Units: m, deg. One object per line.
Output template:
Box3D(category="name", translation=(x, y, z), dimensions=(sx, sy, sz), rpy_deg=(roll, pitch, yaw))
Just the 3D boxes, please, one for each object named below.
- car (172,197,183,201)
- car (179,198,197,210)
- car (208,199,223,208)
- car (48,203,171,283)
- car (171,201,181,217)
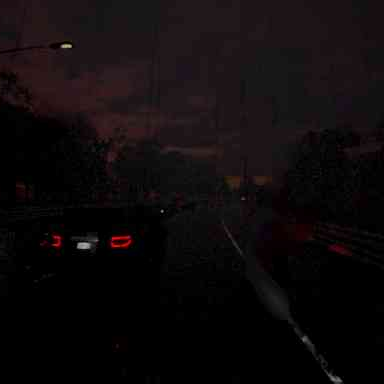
Box3D(category="car", translation=(-2.535, 2.028, 64.175), dimensions=(2.150, 2.045, 5.566), rpy_deg=(0, -1, 9))
Box3D(category="car", translation=(-0.344, 2.201, 55.329), dimensions=(1.837, 1.490, 4.892), rpy_deg=(0, -1, 8))
Box3D(category="car", translation=(4.837, 2.342, 65.838), dimensions=(1.837, 1.490, 4.892), rpy_deg=(0, -1, 9))
Box3D(category="car", translation=(-2.224, 1.350, 10.263), dimensions=(2.150, 2.045, 5.566), rpy_deg=(0, -1, 5))
Box3D(category="car", translation=(-2.877, 2.022, 36.799), dimensions=(1.994, 1.385, 4.181), rpy_deg=(0, -1, 7))
